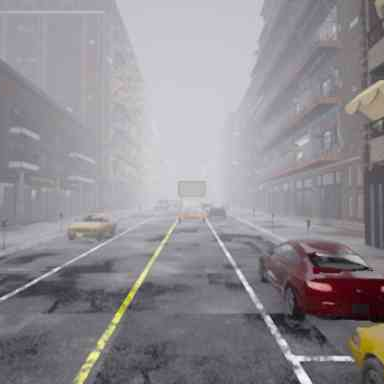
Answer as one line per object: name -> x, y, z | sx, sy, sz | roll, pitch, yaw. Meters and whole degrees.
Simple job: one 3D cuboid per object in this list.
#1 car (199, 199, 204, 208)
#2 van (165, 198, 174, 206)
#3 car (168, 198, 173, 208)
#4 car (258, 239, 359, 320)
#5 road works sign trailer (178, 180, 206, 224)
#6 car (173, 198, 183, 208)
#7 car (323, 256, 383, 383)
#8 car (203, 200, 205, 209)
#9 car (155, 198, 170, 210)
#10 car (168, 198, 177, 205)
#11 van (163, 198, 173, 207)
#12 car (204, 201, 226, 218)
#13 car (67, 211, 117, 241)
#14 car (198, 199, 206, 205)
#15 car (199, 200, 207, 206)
car -> 2.580, 2.262, 56.945 | 1.887, 1.381, 4.507 | 1, -1, 0
van -> -5.297, 2.380, 79.130 | 1.690, 1.788, 3.998 | 1, -1, 0
car -> -5.294, 2.111, 62.542 | 2.192, 1.841, 5.009 | 2, -1, 0
car -> 2.584, 1.664, 7.177 | 1.802, 1.307, 4.206 | 1, -1, 0
road works sign trailer -> -0.011, 0.801, 28.518 | 2.380, 3.560, 2.880 | 0, -1, 0
car -> -2.779, 2.303, 64.670 | 1.882, 1.535, 5.008 | 0, -1, 1
car -> 2.586, 1.547, 1.818 | 1.752, 1.417, 4.829 | 2, -1, 0
car -> 2.582, 2.017, 40.527 | 1.752, 1.417, 4.829 | 1, -1, 0
car -> -5.299, 2.241, 56.838 | 1.752, 1.417, 4.829 | 2, -1, 0
car -> -5.297, 2.526, 90.190 | 2.192, 1.841, 5.009 | 1, -1, 0
van -> -5.296, 2.297, 73.599 | 1.690, 1.788, 3.998 | 2, -1, 0
car -> 2.582, 1.962, 34.825 | 1.887, 1.381, 4.507 | 1, -1, 0
car -> -5.295, 1.735, 18.134 | 1.752, 1.417, 4.829 | 2, -1, 0
car -> 2.588, 2.650, 90.129 | 1.967, 1.590, 4.097 | 1, -1, 0
car -> 2.579, 2.583, 79.067 | 1.887, 1.381, 4.507 | 1, -1, 0
